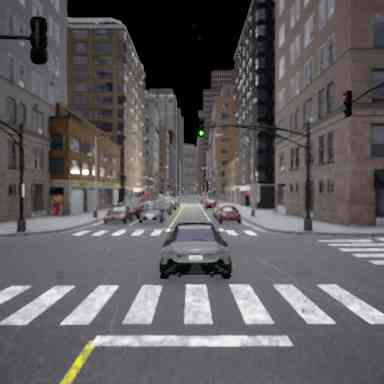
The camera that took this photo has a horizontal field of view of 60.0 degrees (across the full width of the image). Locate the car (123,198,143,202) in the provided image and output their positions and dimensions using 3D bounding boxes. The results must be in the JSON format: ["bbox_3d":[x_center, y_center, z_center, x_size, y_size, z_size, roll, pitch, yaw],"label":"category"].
[{"bbox_3d":[-5.675,1.493,31.682,2.192,1.841,5.009,-1,0,0],"label":"car"}]

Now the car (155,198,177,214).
[{"bbox_3d":[-3.085,1.698,36.212,2.128,1.511,4.902,0,0,0],"label":"car"}]

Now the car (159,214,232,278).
[{"bbox_3d":[0.094,1.631,10.424,1.994,1.385,4.181,0,0,0],"label":"car"}]

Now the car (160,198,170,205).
[{"bbox_3d":[-5.667,1.981,70.634,1.887,1.381,4.507,-1,0,0],"label":"car"}]

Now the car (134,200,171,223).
[{"bbox_3d":[-3.094,1.641,26.813,2.128,1.511,4.902,0,0,0],"label":"car"}]

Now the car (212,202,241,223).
[{"bbox_3d":[2.853,1.727,26.142,1.802,1.307,4.206,-1,0,0],"label":"car"}]

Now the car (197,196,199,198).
[{"bbox_3d":[2.856,1.752,70.651,2.192,1.841,5.009,-1,0,0],"label":"car"}]

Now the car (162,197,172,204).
[{"bbox_3d":[-5.667,1.914,76.201,1.967,1.590,4.097,-1,0,0],"label":"car"}]

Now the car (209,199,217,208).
[{"bbox_3d":[2.853,1.705,31.876,1.752,1.417,4.829,-1,0,0],"label":"car"}]

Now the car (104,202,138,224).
[{"bbox_3d":[-5.672,1.727,26.116,1.802,1.307,4.206,-1,0,0],"label":"car"}]

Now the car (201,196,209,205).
[{"bbox_3d":[2.855,1.761,53.959,1.967,1.590,4.097,-1,0,0],"label":"car"}]

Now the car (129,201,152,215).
[{"bbox_3d":[-5.672,1.757,37.246,1.887,1.381,4.507,-1,0,0],"label":"car"}]

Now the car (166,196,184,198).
[{"bbox_3d":[-2.992,1.829,56.337,2.128,1.511,4.902,0,0,0],"label":"car"}]

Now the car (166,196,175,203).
[{"bbox_3d":[-5.665,1.986,87.331,1.967,1.590,4.097,-1,0,0],"label":"car"}]

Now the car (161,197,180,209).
[{"bbox_3d":[-3.047,1.794,45.904,1.812,1.442,4.674,0,0,0],"label":"car"}]

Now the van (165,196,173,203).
[{"bbox_3d":[-5.668,1.852,81.767,1.690,1.788,3.998,-1,0,0],"label":"van"}]

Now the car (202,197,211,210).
[{"bbox_3d":[2.856,1.829,48.395,1.887,1.381,4.507,-1,0,0],"label":"car"}]

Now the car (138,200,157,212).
[{"bbox_3d":[-5.671,1.772,42.640,1.752,1.417,4.829,-1,0,0],"label":"car"}]
